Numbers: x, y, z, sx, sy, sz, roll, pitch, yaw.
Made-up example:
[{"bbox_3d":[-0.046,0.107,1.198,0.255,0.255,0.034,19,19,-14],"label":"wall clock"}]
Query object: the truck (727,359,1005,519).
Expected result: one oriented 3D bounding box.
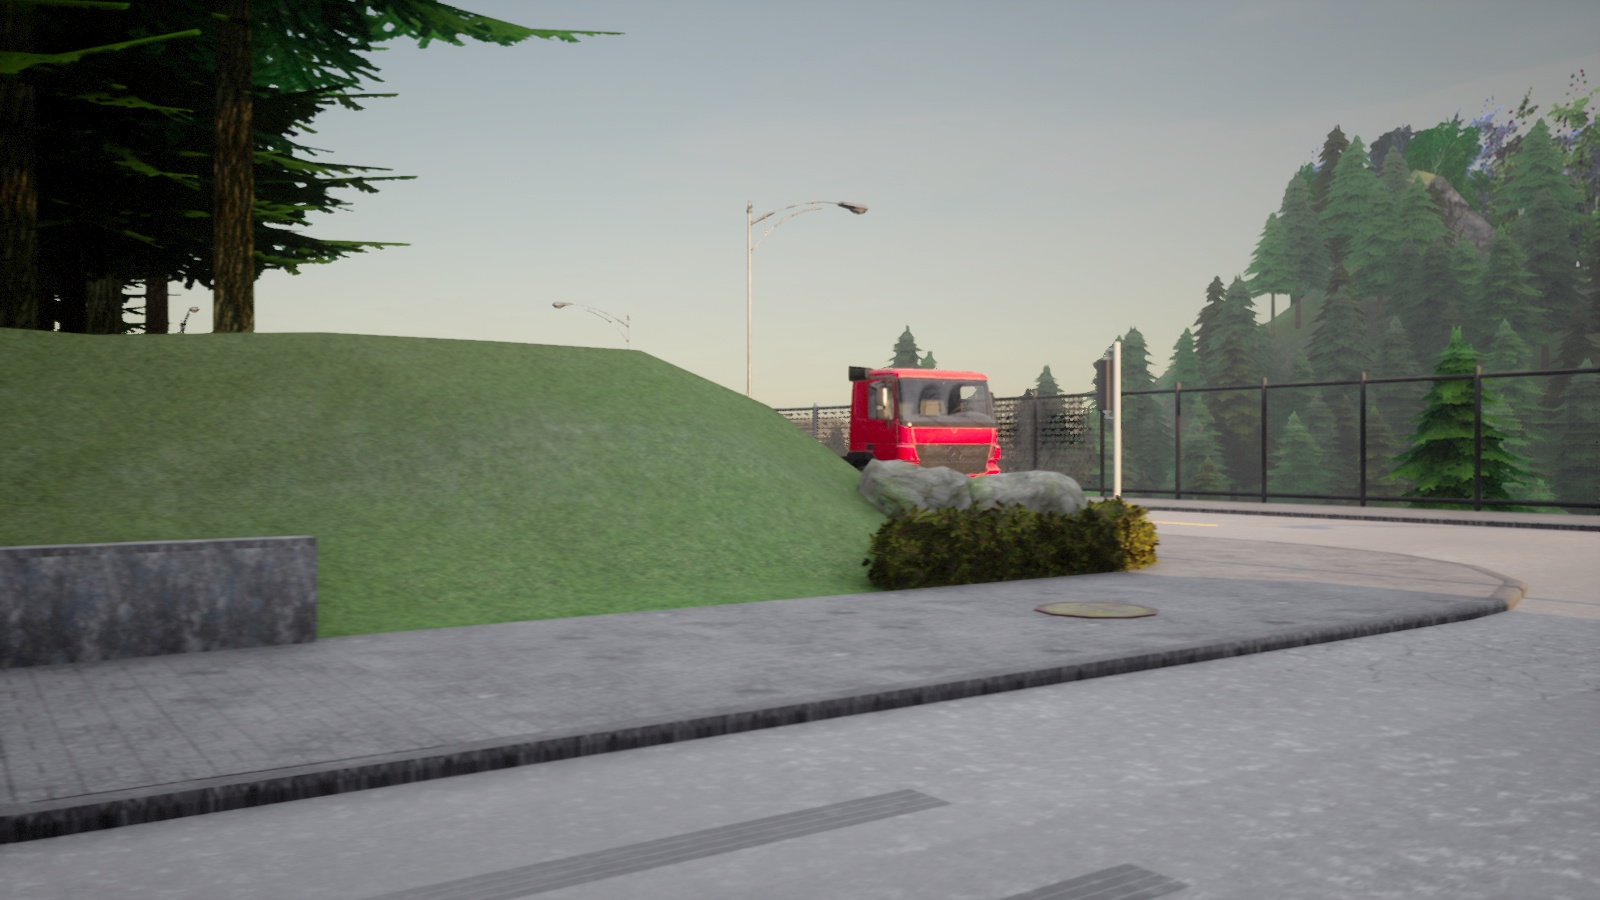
[{"bbox_3d":[1.365,-0.236,31.273,2.891,3.462,7.936,0,0,-32],"label":"truck"}]
